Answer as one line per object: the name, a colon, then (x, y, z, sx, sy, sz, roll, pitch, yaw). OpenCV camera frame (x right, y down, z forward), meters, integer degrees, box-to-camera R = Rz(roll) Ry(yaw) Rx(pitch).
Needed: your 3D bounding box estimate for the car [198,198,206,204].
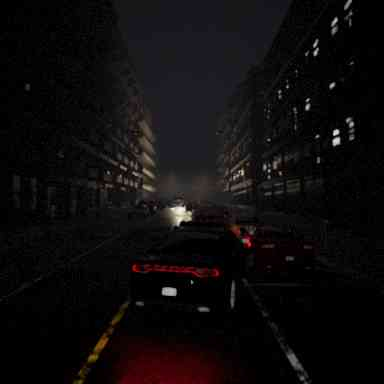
car: (2.688, 2.457, 88.488, 1.967, 1.590, 4.097, 1, -1, 0)

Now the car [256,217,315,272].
car: (2.602, 1.651, 11.060, 1.887, 1.381, 4.507, 1, -1, 0)

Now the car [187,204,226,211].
car: (0.853, 1.651, 17.731, 1.882, 1.535, 5.008, 0, -1, 0)

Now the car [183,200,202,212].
car: (0.085, 2.069, 44.959, 1.895, 1.301, 4.718, 0, -1, 0)

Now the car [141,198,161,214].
car: (-5.229, 1.715, 38.790, 2.192, 1.841, 5.009, 2, -1, 0)

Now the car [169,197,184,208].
car: (-2.654, 1.879, 60.838, 2.150, 2.045, 5.566, 0, -1, 0)

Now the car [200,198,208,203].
car: (2.670, 2.134, 55.303, 1.887, 1.381, 4.507, 1, -1, 0)

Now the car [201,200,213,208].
car: (2.678, 2.201, 60.832, 1.887, 1.381, 4.507, 1, -1, 0)

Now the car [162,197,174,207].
car: (-5.180, 2.114, 71.968, 2.192, 1.841, 5.009, 1, -1, 0)

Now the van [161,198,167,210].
van: (-5.213, 1.866, 49.847, 1.690, 1.788, 3.998, 1, -1, 0)

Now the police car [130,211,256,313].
police car: (0.289, 1.503, 8.113, 1.930, 1.638, 5.238, 0, -1, 15)

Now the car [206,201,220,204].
car: (2.636, 1.881, 33.181, 1.887, 1.381, 4.507, 1, -1, 0)

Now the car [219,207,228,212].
car: (2.612, 1.688, 16.762, 1.752, 1.417, 4.829, 1, -1, 0)

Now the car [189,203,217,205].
car: (0.863, 1.761, 23.732, 1.812, 1.442, 4.674, 0, -1, 0)

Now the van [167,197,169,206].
van: (-5.206, 1.933, 55.379, 1.690, 1.788, 3.998, 1, -1, 0)

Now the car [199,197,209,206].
car: (2.674, 2.183, 77.428, 2.192, 1.841, 5.009, 1, -1, 0)

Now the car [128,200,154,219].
car: (-5.244, 1.863, 33.086, 1.752, 1.417, 4.829, 2, -1, 0)

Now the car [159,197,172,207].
car: (-5.188, 2.044, 66.439, 2.192, 1.841, 5.009, 1, -1, 0)

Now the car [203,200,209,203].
car: (2.644, 1.948, 38.712, 2.008, 1.369, 4.403, 1, -1, 0)
